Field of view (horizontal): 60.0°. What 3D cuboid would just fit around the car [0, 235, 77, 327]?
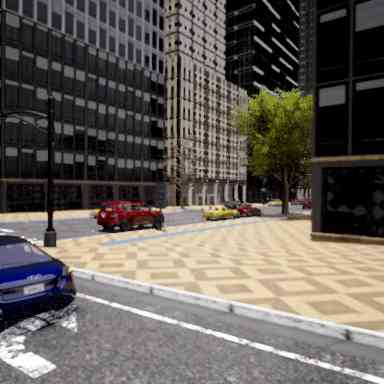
[{"bbox_3d":[-4.212,1.586,6.741,4.181,1.385,1.994,0,0,37],"label":"car"}]

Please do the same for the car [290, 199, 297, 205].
[{"bbox_3d":[22.742,2.226,72.661,1.802,1.307,4.206,0,0,36],"label":"car"}]

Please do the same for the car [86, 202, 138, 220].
[{"bbox_3d":[-7.526,1.742,31.724,1.752,1.417,4.829,0,0,36],"label":"car"}]

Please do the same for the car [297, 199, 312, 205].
[{"bbox_3d":[26.093,2.241,77.195,2.008,1.369,4.403,0,0,36],"label":"car"}]

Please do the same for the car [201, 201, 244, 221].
[{"bbox_3d":[2.769,1.897,31.552,1.752,1.417,4.829,0,0,36],"label":"car"}]

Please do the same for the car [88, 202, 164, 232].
[{"bbox_3d":[-4.036,1.587,22.346,2.192,1.841,5.009,0,0,36],"label":"car"}]

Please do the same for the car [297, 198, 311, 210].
[{"bbox_3d":[19.436,1.924,54.093,2.192,1.841,5.009,0,0,36],"label":"car"}]

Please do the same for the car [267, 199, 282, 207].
[{"bbox_3d":[15.937,2.076,63.458,1.752,1.417,4.829,0,0,36],"label":"car"}]

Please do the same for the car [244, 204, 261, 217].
[{"bbox_3d":[6.021,2.001,35.951,1.802,1.307,4.206,0,0,36],"label":"car"}]

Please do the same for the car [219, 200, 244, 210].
[{"bbox_3d":[5.983,1.978,49.994,1.947,1.339,4.313,0,0,36],"label":"car"}]
